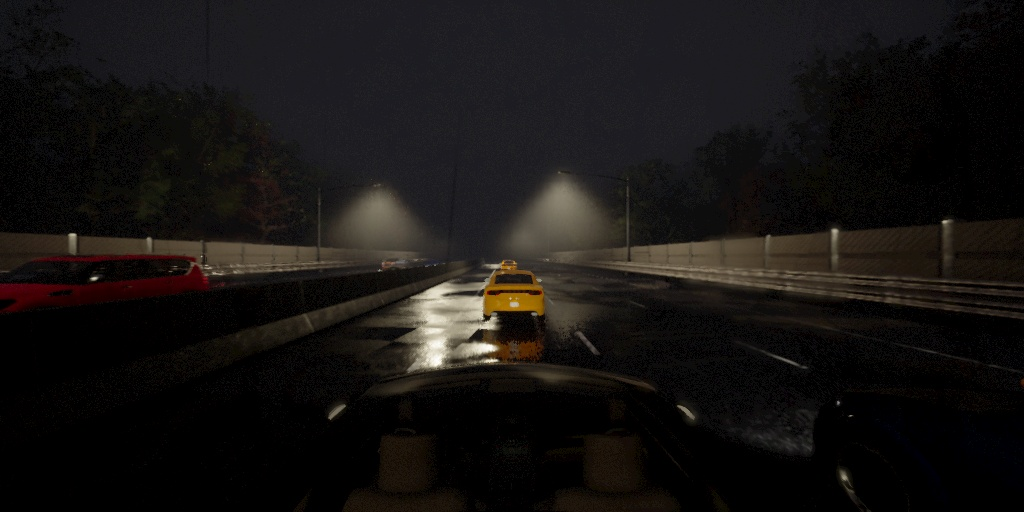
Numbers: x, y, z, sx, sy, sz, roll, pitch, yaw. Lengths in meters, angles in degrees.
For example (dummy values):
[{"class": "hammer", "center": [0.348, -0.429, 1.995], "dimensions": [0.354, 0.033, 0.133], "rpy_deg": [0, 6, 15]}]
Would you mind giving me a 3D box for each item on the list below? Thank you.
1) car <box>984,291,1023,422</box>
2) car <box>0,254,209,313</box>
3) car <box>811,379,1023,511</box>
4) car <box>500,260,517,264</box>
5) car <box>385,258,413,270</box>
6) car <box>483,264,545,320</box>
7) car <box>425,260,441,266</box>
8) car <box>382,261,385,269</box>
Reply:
[{"class": "car", "center": [7.092, 1.227, 2.171], "dimensions": [1.882, 1.535, 5.008], "rpy_deg": [0, 0, 0]}, {"class": "car", "center": [-10.622, 0.975, 9.026], "dimensions": [2.150, 2.045, 5.566], "rpy_deg": [0, 0, 0]}, {"class": "car", "center": [3.592, 1.313, 1.364], "dimensions": [1.994, 1.385, 4.181], "rpy_deg": [0, 0, 0]}, {"class": "car", "center": [-0.410, 1.242, 43.515], "dimensions": [1.882, 1.535, 5.008], "rpy_deg": [0, 0, -1]}, {"class": "car", "center": [-14.693, 1.310, 47.834], "dimensions": [2.033, 1.411, 5.357], "rpy_deg": [0, 0, -1]}, {"class": "car", "center": [0.055, 1.231, 12.680], "dimensions": [1.882, 1.535, 5.008], "rpy_deg": [0, 0, 0]}, {"class": "car", "center": [-11.289, 1.289, 51.635], "dimensions": [1.812, 1.442, 4.674], "rpy_deg": [0, 0, -1]}, {"class": "car", "center": [-18.380, 1.114, 55.190], "dimensions": [2.097, 1.767, 4.553], "rpy_deg": [0, 0, -1]}]
